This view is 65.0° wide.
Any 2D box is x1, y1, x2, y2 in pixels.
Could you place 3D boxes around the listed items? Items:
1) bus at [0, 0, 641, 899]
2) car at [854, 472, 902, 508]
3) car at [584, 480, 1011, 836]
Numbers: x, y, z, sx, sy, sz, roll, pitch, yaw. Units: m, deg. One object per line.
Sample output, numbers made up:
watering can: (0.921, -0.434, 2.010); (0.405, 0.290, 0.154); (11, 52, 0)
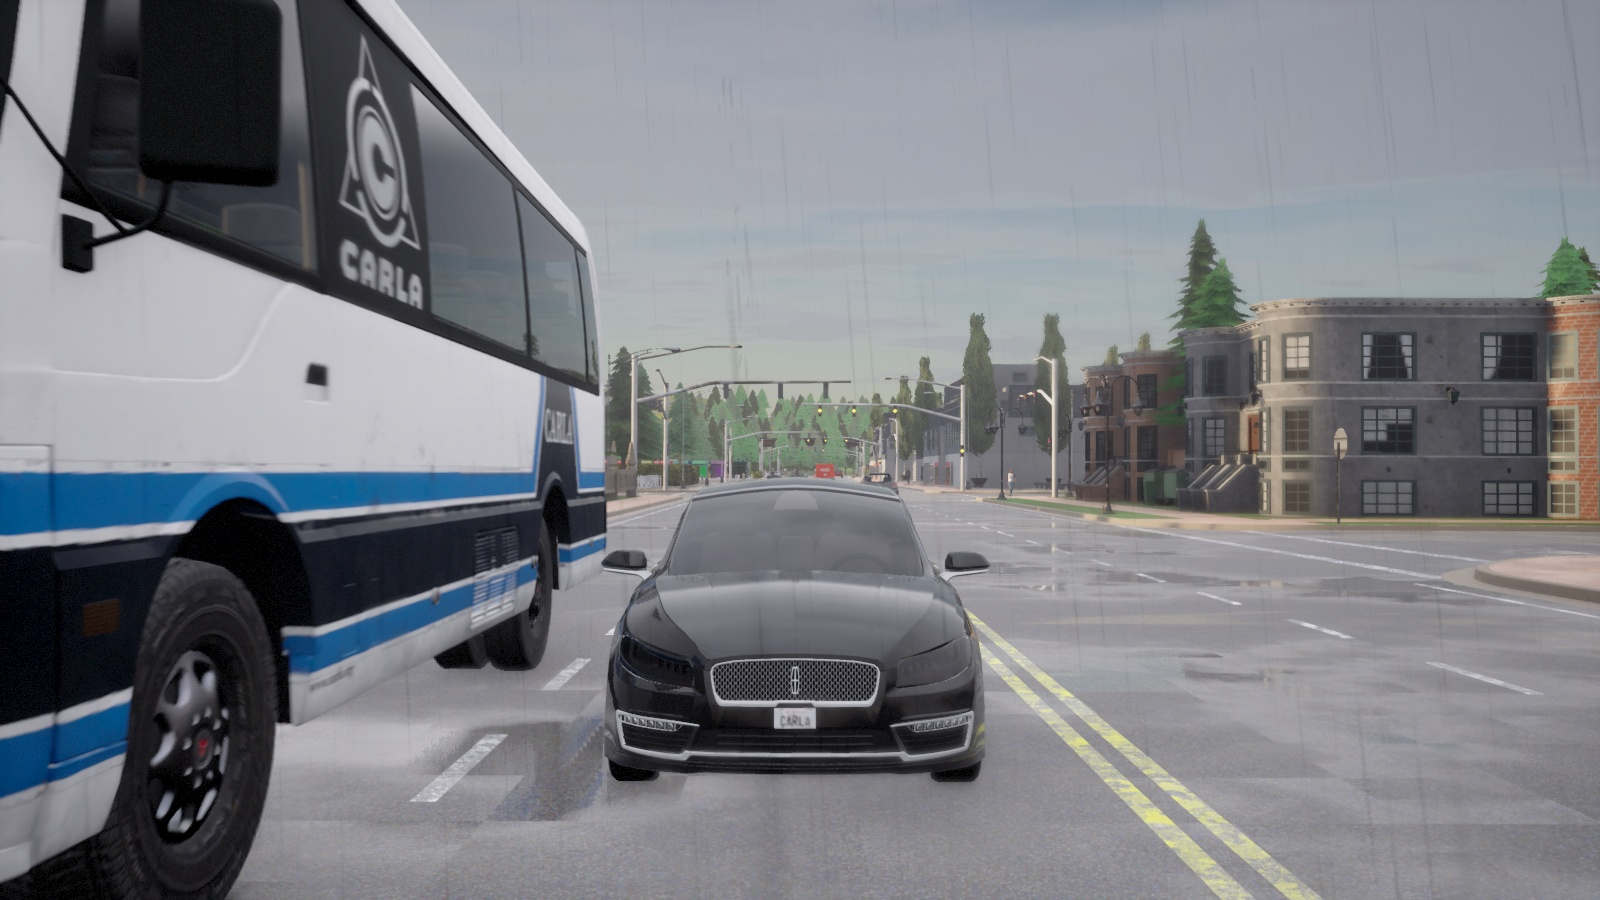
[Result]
bus: (-3.522, -0.428, 7.181); (3.944, 4.253, 10.273); (0, -1, 0)
car: (3.372, 1.735, 54.924); (1.845, 1.501, 3.633); (0, -1, 0)
car: (-0.018, 0.951, 7.857); (1.837, 1.490, 4.892); (0, -1, 0)
